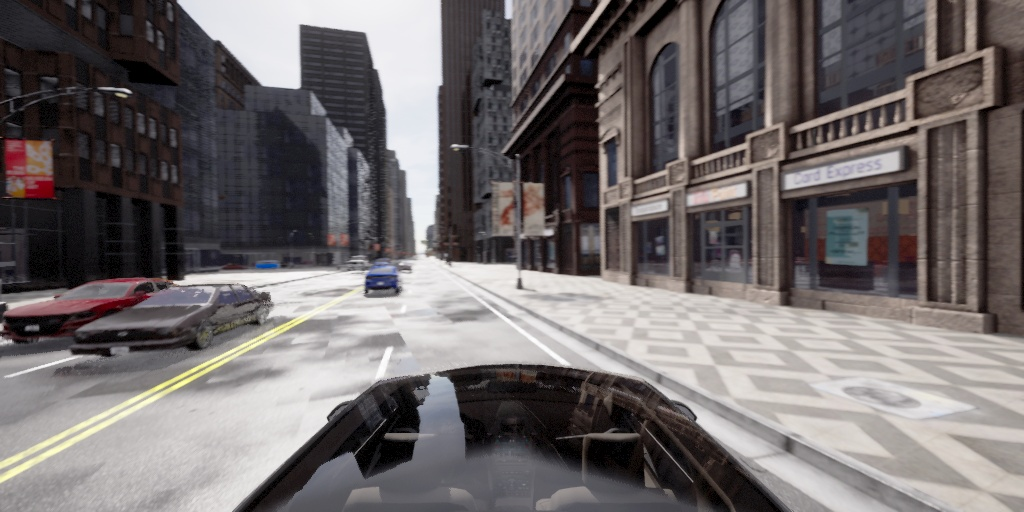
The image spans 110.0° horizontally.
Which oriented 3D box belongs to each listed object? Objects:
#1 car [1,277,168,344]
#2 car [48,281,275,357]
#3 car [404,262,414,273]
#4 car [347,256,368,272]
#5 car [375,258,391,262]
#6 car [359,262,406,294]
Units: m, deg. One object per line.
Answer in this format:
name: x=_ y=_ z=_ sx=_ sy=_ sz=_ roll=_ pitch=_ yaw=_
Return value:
car: x=-11.916 y=1.441 z=10.885 sx=1.882 sy=1.535 sz=5.008 roll=-1 pitch=0 yaw=-14
car: x=-8.228 y=1.444 z=9.517 sx=2.033 sy=1.411 sz=5.357 roll=-1 pitch=0 yaw=-14
car: x=-14.376 y=1.522 z=48.499 sx=2.033 sy=1.411 sz=5.357 roll=-1 pitch=0 yaw=-14
car: x=-21.729 y=0.985 z=50.673 sx=2.150 sy=2.045 sz=5.566 roll=-1 pitch=0 yaw=-14
car: x=-18.568 y=1.359 z=51.461 sx=2.150 sy=2.045 sz=5.566 roll=-1 pitch=0 yaw=-14
car: x=-7.760 y=1.358 z=21.915 sx=1.882 sy=1.535 sz=5.008 roll=-1 pitch=0 yaw=-14
